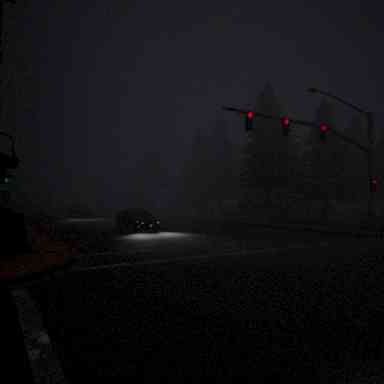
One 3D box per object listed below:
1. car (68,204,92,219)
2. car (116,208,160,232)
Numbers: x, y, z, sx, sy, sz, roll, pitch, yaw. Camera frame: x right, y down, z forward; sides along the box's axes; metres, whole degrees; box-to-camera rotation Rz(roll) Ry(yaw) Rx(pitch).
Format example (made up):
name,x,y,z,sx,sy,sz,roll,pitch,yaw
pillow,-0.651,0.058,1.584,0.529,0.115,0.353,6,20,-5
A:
name,x,y,z,sx,sy,sz,roll,pitch,yaw
car,-12.904,2.166,38.188,1.882,1.535,5.008,1,-1,-32
car,-3.915,1.942,23.592,1.837,1.490,4.892,1,-1,-32
